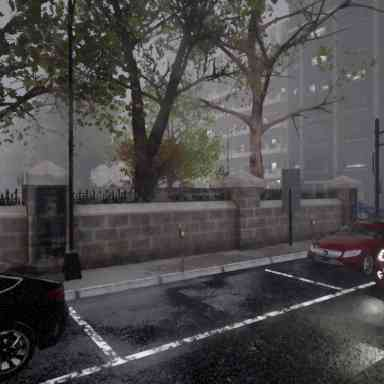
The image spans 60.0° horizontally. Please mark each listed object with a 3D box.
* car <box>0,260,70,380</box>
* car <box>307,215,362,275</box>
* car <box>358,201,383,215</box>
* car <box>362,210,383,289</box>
[{"bbox_3d":[-3.723,1.566,3.936,4.313,1.339,1.947,0,0,-35],"label":"car"},{"bbox_3d":[5.356,1.581,10.269,4.206,1.307,1.802,0,0,-35],"label":"car"},{"bbox_3d":[12.250,1.252,25.989,1.882,1.535,5.008,0,1,-36],"label":"car"},{"bbox_3d":[6.233,1.350,7.743,4.553,1.767,2.097,0,0,-35],"label":"car"}]
